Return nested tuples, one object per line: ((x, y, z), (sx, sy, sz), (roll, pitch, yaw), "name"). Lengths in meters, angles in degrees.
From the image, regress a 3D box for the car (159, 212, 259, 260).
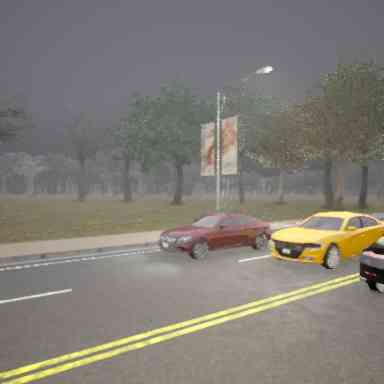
((1.012, 1.484, 12.391), (4.674, 1.442, 1.812), (0, 0, -36), "car")

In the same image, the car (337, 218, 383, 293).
((5.700, 1.444, 7.506), (4.902, 1.511, 2.128), (0, 0, -36), "car")

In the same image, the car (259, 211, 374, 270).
((4.760, 1.424, 11.073), (5.008, 1.535, 1.882), (0, 0, -36), "car")
